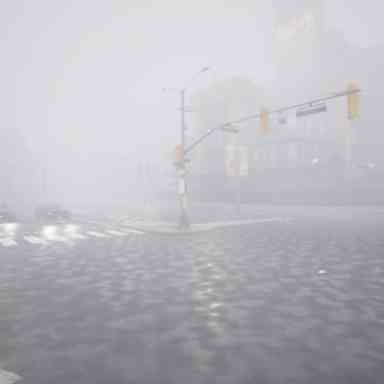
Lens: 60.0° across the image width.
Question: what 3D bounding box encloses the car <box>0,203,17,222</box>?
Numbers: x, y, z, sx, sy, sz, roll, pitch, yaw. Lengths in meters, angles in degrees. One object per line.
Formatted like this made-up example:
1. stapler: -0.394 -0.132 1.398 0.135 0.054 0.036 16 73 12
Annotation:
1. car: -14.492 1.545 24.895 1.994 1.385 4.181 -1 0 -36

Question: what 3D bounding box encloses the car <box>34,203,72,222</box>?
1. car: -10.833 1.553 25.800 1.895 1.301 4.718 -1 0 -36
